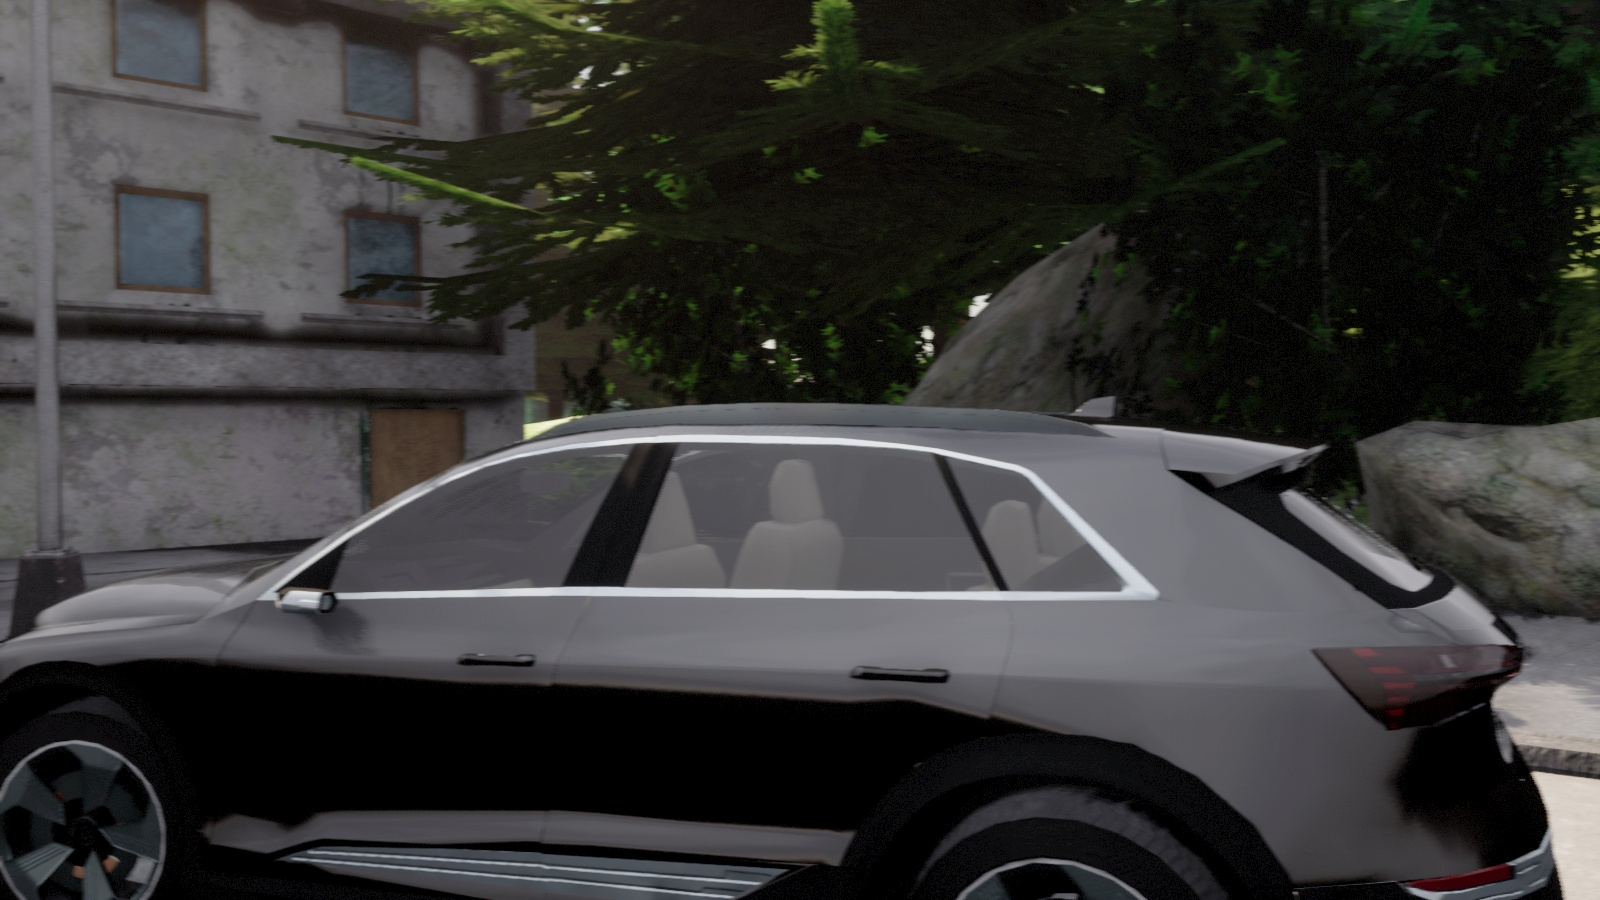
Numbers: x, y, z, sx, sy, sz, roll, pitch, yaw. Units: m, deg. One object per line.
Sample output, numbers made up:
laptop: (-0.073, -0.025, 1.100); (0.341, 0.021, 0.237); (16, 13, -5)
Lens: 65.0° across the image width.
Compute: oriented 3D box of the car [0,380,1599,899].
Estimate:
car: (-0.496, 0.667, 4.038); (4.856, 1.649, 2.033); (0, 1, 21)
